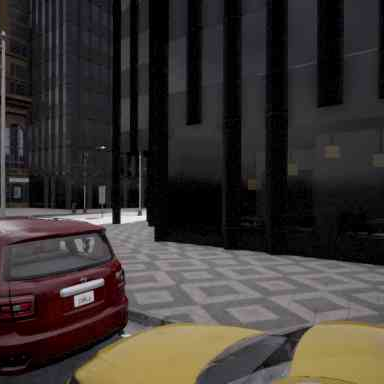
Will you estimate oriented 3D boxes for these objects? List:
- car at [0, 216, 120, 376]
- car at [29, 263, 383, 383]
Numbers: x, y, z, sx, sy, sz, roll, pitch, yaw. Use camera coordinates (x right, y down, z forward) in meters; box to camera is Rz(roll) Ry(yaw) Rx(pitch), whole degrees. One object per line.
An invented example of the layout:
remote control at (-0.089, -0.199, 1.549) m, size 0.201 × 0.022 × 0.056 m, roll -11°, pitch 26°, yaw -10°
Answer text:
car at (-3.189, 1.314, 5.228) m, size 5.009 × 1.841 × 2.192 m, roll 0°, pitch 0°, yaw 35°
car at (1.092, 1.525, 2.180) m, size 4.829 × 1.417 × 1.752 m, roll 0°, pitch 0°, yaw 35°
